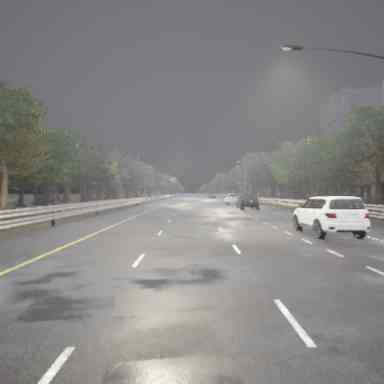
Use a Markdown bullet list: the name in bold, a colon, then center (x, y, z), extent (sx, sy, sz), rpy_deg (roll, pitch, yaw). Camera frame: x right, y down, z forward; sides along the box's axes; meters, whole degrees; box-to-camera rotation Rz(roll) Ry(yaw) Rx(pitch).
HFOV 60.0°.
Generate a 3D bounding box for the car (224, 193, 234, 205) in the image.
- **car**: center (7.052, 1.291, 58.794), extent (2.150, 2.045, 5.566), rpy_deg (0, 0, 0)

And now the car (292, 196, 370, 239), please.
- **car**: center (7.002, 1.225, 17.314), extent (2.150, 2.045, 5.566), rpy_deg (0, 0, 0)

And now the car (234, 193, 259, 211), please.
- **car**: center (7.015, 1.243, 41.970), extent (2.150, 2.045, 5.566), rpy_deg (0, 0, 0)
